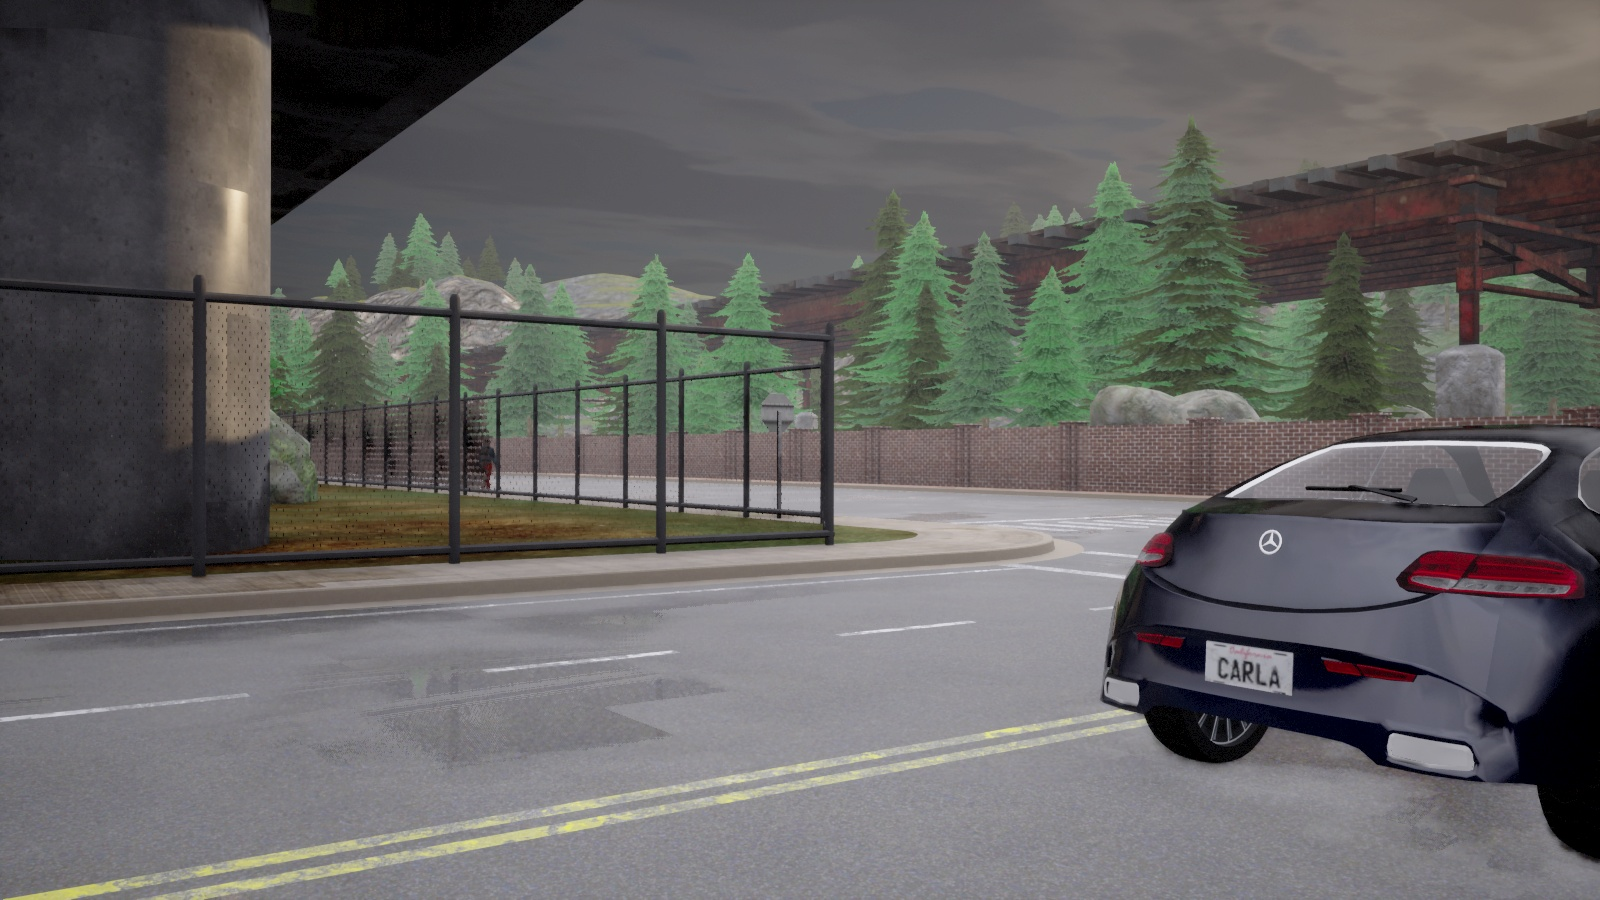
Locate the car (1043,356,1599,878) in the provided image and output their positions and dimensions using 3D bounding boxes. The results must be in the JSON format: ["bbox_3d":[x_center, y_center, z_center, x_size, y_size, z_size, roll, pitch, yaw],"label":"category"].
[{"bbox_3d":[3.789,0.531,6.297,5.027,1.651,2.152,0,0,-35],"label":"car"}]

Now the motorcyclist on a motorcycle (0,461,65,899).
[{"bbox_3d":[-2.448,0.790,1.955,2.191,1.530,0.866,0,0,-35],"label":"motorcyclist on a motorcycle"}]

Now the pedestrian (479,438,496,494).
[{"bbox_3d":[-10.445,0.528,41.951,0.353,1.847,0.614,0,0,-36],"label":"pedestrian"}]
